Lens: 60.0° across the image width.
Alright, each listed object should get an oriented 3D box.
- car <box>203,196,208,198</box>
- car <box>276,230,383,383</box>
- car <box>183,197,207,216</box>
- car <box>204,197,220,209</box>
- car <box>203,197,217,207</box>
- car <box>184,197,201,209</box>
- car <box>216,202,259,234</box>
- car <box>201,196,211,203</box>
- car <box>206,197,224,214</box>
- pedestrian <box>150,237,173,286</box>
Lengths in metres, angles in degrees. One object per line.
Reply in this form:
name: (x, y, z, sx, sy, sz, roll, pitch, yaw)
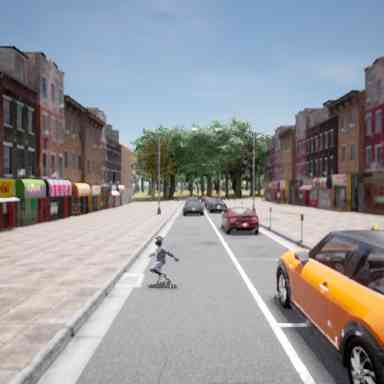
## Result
car: (2.694, 1.498, 40.566, 2.008, 1.369, 4.403, -1, 0, 0)
car: (2.757, 1.341, 4.984, 2.097, 1.767, 4.553, 0, 0, 0)
car: (0.145, 1.516, 32.541, 1.994, 1.385, 4.181, 0, 0, 0)
car: (2.703, 1.491, 45.973, 1.887, 1.381, 4.507, -1, 0, 0)
car: (2.712, 1.498, 51.379, 2.008, 1.369, 4.403, -1, 0, 0)
car: (0.100, 1.438, 45.942, 2.128, 1.511, 4.902, 0, 0, 2)
car: (2.658, 1.511, 18.940, 1.887, 1.381, 4.507, -1, 0, 0)
car: (2.740, 1.500, 67.599, 1.887, 1.381, 4.507, -1, 0, 0)
car: (2.685, 1.516, 35.160, 1.947, 1.339, 4.313, -1, 0, 0)
pedestrian: (-0.710, 1.278, 7.785, 0.375, 1.860, 0.375, -1, 1, 0)
